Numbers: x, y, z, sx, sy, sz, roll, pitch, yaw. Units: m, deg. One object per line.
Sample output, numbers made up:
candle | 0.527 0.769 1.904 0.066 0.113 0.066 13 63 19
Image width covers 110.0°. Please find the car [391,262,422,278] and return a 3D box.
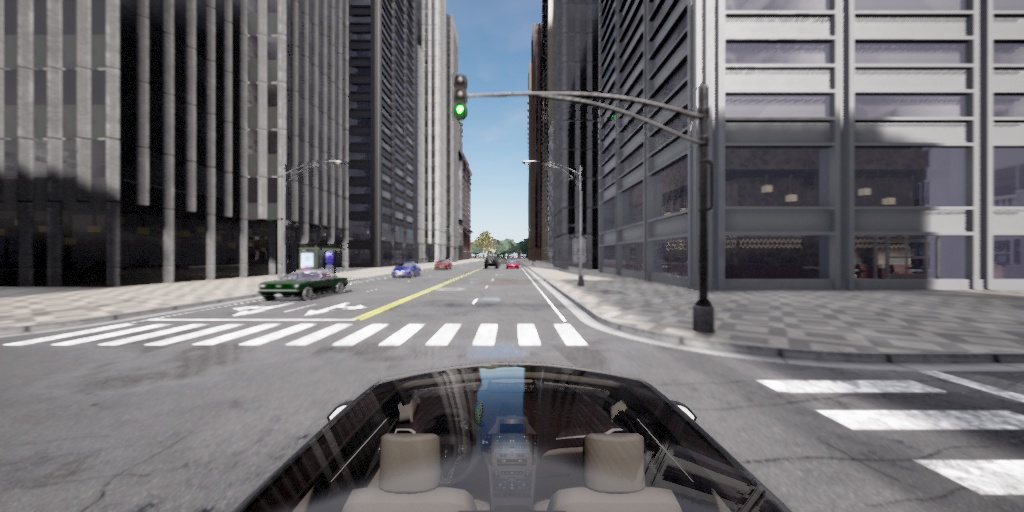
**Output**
car | -9.843 1.273 33.777 1.812 1.442 4.674 0 0 0

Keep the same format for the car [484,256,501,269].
car | -3.225 0.976 56.745 2.150 2.045 5.566 0 0 1

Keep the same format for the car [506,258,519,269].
car | 0.090 1.319 56.549 1.994 1.385 4.181 0 0 0

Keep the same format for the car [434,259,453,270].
car | -9.762 1.237 51.353 1.882 1.535 5.008 0 0 0

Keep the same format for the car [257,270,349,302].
car | -9.850 1.349 17.328 1.895 1.301 4.718 0 0 0
